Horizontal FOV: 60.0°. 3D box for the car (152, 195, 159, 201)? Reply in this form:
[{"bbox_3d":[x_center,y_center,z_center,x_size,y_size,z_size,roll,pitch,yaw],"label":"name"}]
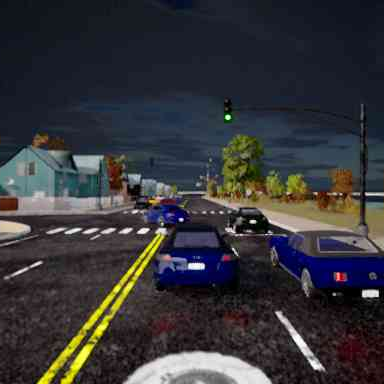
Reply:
[{"bbox_3d":[-6.588,1.629,55.053,1.882,1.535,5.008,0,0,0],"label":"car"}]

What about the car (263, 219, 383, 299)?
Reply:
[{"bbox_3d":[3.349,1.618,8.454,1.895,1.301,4.718,0,0,0],"label":"car"}]

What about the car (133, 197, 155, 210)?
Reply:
[{"bbox_3d":[-6.603,1.681,44.815,1.994,1.385,4.181,0,0,0],"label":"car"}]

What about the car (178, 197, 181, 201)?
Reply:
[{"bbox_3d":[-3.337,1.645,55.851,2.128,1.511,4.902,0,0,0],"label":"car"}]

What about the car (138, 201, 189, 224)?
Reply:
[{"bbox_3d":[-1.873,1.578,23.113,1.812,1.442,4.674,1,-1,-30],"label":"car"}]

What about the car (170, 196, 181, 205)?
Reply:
[{"bbox_3d":[-3.268,1.670,66.217,1.882,1.535,5.008,0,0,0],"label":"car"}]

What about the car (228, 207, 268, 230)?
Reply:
[{"bbox_3d":[3.345,1.609,20.308,1.994,1.385,4.181,0,0,0],"label":"car"}]

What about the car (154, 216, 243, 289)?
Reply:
[{"bbox_3d":[0.099,1.583,9.209,1.994,1.385,4.181,0,0,0],"label":"car"}]

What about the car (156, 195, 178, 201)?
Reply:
[{"bbox_3d":[-3.348,1.598,45.933,1.882,1.535,5.008,0,0,1],"label":"car"}]
